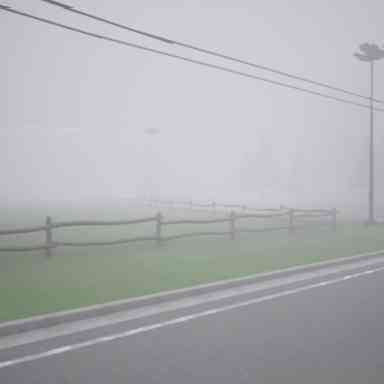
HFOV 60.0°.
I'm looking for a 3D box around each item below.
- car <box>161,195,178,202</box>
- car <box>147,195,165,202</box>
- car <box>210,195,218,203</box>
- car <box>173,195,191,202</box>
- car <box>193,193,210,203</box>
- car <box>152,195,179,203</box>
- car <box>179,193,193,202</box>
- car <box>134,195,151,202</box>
[{"bbox_3d":[-5.310,1.536,77.614,1.994,1.385,4.181,0,0,-35],"label":"car"},{"bbox_3d":[-8.193,1.461,75.630,1.837,1.490,4.892,0,0,-35],"label":"car"},{"bbox_3d":[3.414,1.456,71.114,2.097,1.767,4.553,0,0,-35],"label":"car"},{"bbox_3d":[-2.426,1.533,79.599,2.128,1.511,4.902,0,0,-35],"label":"car"},{"bbox_3d":[0.669,1.301,68.931,2.150,2.045,5.566,0,0,-35],"label":"car"},{"bbox_3d":[-5.185,1.519,65.086,2.128,1.511,4.902,0,0,-35],"label":"car"},{"bbox_3d":[-2.397,1.404,67.211,2.097,1.767,4.553,0,0,-35],"label":"car"},{"bbox_3d":[-11.076,1.417,73.647,1.882,1.535,5.008,0,0,-35],"label":"car"}]
